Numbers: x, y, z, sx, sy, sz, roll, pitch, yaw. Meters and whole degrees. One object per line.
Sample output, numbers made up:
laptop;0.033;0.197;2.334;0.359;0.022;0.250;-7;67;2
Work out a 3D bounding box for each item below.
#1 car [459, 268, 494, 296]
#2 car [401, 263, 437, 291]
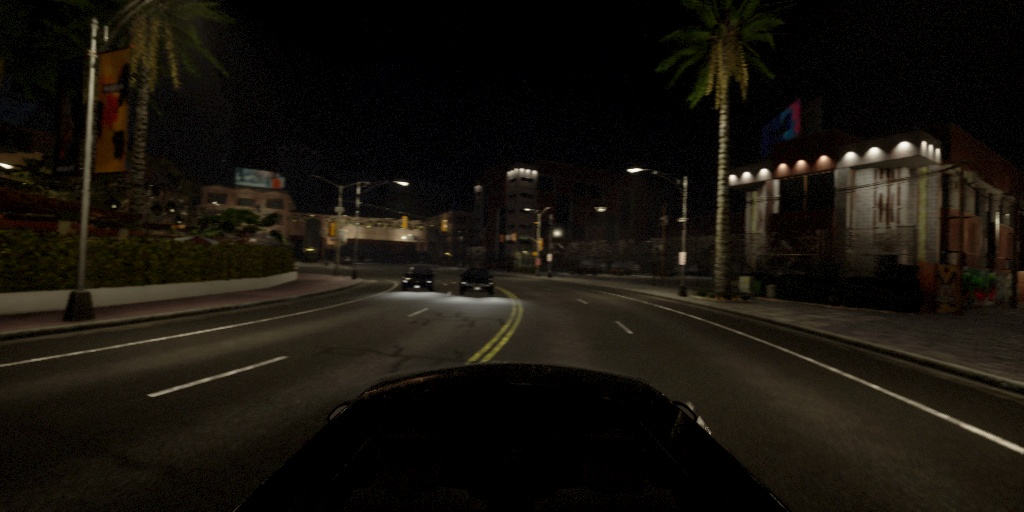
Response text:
car;-2.084;1.457;20.997;1.812;1.442;4.674;2;-1;-7
car;-5.842;1.372;22.914;2.033;1.411;5.357;2;-1;-11
